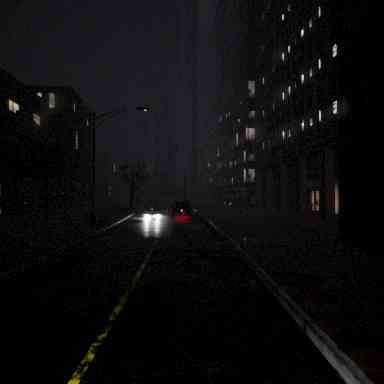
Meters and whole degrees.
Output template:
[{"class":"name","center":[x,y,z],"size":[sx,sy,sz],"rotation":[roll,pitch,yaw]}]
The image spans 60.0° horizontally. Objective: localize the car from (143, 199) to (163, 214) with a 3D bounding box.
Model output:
[{"class":"car","center":[-4.205,1.478,35.874],"size":[2.128,1.511,4.902],"rotation":[0,0,-4]}]

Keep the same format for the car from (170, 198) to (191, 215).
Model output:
[{"class":"car","center":[-1.136,1.496,34.139],"size":[1.837,1.490,4.892],"rotation":[0,0,-4]}]

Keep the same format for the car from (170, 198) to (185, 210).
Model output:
[{"class":"car","center":[-1.944,1.509,44.278],"size":[1.812,1.442,4.674],"rotation":[0,0,-5]}]
